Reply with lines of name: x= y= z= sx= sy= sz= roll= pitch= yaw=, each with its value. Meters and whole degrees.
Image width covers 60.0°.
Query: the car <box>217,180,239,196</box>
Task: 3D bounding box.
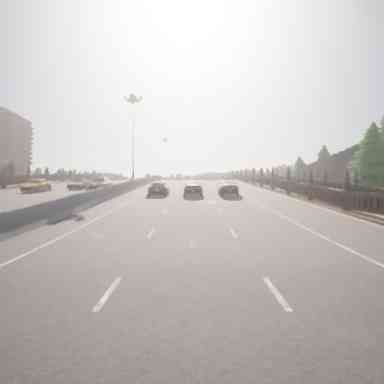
car: x=3.618 y=-0.438 z=33.662 sx=2.128 sy=1.511 sz=4.902 roll=0 pitch=4 yaw=0

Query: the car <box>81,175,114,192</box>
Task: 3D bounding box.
car: x=-10.545 y=-0.899 z=37.867 sx=2.097 sy=1.767 sz=4.553 roll=0 pitch=4 yaw=0

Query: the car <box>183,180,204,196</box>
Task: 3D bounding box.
car: x=0.118 y=-0.441 z=33.688 sx=2.128 sy=1.511 sz=4.902 roll=0 pitch=4 yaw=0

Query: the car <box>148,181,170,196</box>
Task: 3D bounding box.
car: x=-3.380 y=-0.411 z=34.230 sx=1.994 sy=1.385 sz=4.181 roll=0 pitch=4 yaw=0

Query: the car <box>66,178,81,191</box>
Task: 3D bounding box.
car: x=-14.032 y=-1.004 z=41.876 sx=2.033 sy=1.411 sz=5.357 roll=0 pitch=4 yaw=0

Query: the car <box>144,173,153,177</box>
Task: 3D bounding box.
car: x=-10.407 y=-3.876 z=79.554 sx=1.812 sy=1.442 sz=4.674 roll=0 pitch=1 yaw=0

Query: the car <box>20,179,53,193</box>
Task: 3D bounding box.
car: x=-17.545 y=-0.755 z=37.589 sx=1.882 sy=1.535 sz=5.008 roll=0 pitch=4 yaw=0
